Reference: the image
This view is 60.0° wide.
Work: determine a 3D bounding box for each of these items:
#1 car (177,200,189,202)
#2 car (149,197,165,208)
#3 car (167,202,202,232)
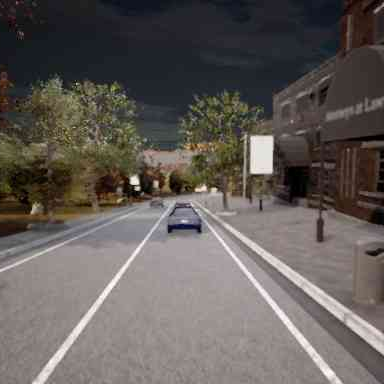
[{"bbox_3d":[-1.090,1.575,39.928,1.895,1.301,4.718,0,0,-2],"label":"car"},{"bbox_3d":[-5.030,1.496,48.324,1.837,1.490,4.892,0,0,-1],"label":"car"},{"bbox_3d":[-0.471,1.549,20.005,1.994,1.385,4.181,0,0,-2],"label":"car"}]
